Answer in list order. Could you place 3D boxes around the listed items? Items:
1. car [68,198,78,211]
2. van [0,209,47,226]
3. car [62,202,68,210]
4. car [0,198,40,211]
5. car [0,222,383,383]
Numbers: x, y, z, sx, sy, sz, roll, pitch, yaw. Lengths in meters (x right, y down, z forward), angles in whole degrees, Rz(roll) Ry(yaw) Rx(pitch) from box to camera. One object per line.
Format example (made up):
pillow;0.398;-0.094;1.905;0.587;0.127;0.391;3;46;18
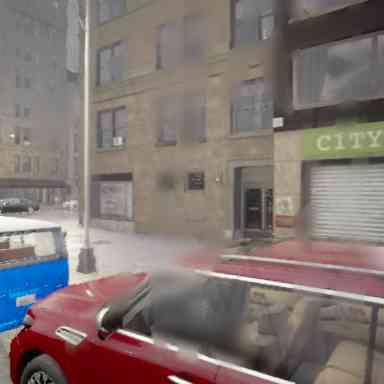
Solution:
car;-10.799;1.163;36.817;2.097;1.767;4.553;0;0;35
van;-3.890;1.303;5.856;3.998;1.788;1.690;0;0;36
car;-13.029;1.321;39.295;1.812;1.442;4.674;0;0;35
car;-15.993;1.304;29.453;2.128;1.511;4.902;0;0;35
car;0.607;1.310;2.649;5.009;1.841;2.192;0;0;36
